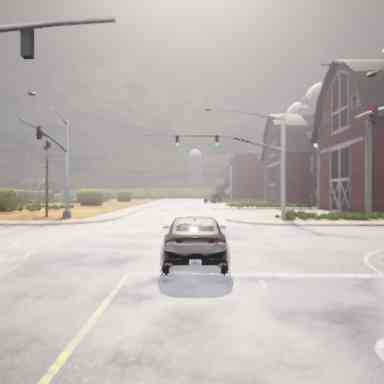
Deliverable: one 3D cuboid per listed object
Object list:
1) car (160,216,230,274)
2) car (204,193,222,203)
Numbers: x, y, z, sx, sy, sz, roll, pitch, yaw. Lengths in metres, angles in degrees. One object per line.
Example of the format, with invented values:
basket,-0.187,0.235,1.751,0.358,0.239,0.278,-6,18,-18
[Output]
car,0.087,1.508,10.547,2.128,1.511,4.902,0,0,0
car,4.139,1.217,65.765,1.905,1.878,3.866,-8,3,-42
